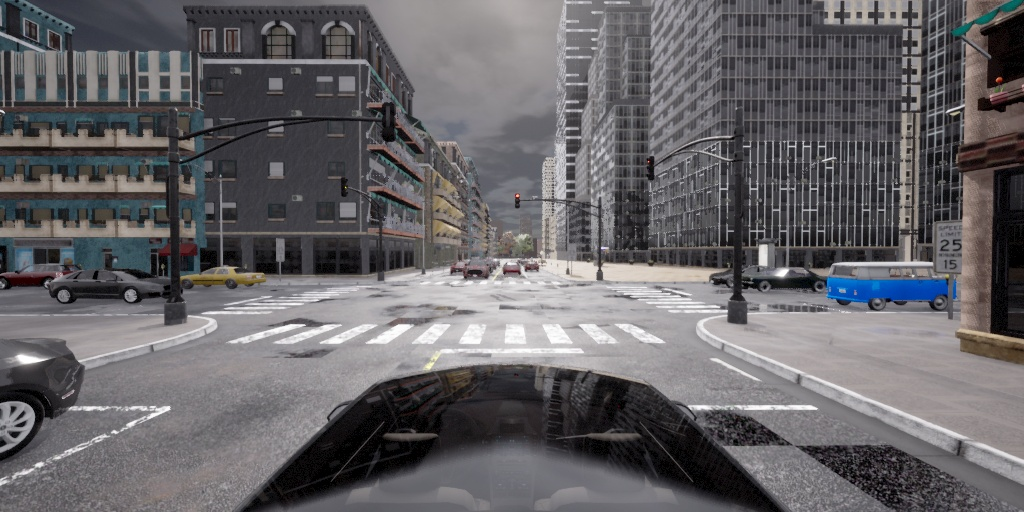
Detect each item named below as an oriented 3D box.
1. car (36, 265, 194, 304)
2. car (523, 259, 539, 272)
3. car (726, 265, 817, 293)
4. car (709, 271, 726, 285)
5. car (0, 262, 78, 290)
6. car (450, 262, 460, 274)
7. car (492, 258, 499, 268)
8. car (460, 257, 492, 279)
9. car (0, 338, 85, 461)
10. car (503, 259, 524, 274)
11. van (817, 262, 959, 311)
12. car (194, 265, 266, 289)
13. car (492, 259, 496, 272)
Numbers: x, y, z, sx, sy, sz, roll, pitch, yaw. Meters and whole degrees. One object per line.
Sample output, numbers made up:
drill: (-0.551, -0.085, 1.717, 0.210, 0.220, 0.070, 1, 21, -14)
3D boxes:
car: (-17.901, 1.314, 16.331, 4.892, 1.490, 1.837, 0, 1, 0)
car: (2.519, 1.289, 45.988, 1.888, 1.381, 4.507, 0, 0, 0)
car: (14.801, 1.289, 19.692, 4.718, 1.301, 1.895, 0, 1, 0)
car: (14.613, 1.216, 22.290, 4.313, 1.339, 1.948, 0, 0, 0)
car: (-28.842, 1.189, 22.082, 4.097, 1.591, 1.967, 0, 0, 0)
car: (-5.810, 1.289, 40.256, 1.888, 1.381, 4.507, 0, 0, 0)
car: (-3.252, 1.346, 52.814, 1.895, 1.301, 4.718, 0, 0, 0)
car: (-3.171, 1.097, 32.539, 2.097, 1.767, 4.553, 0, 0, -1)
car: (-5.690, 1.300, 2.190, 2.007, 1.370, 4.403, 0, 0, 0)
car: (-0.012, 1.308, 40.909, 1.994, 1.385, 4.181, 0, 0, 0)
van: (14.653, 1.117, 13.910, 3.998, 1.789, 1.690, 0, 0, 0)
car: (-17.945, 1.246, 22.134, 4.829, 1.417, 1.751, 0, 0, 0)
car: (-3.224, 1.345, 42.616, 1.895, 1.301, 4.718, 0, 0, 0)
